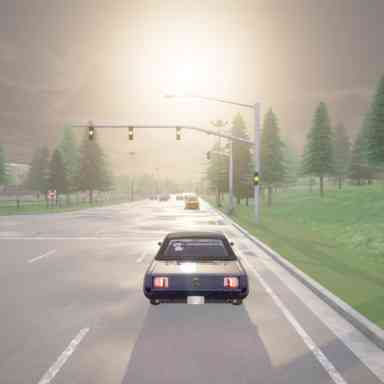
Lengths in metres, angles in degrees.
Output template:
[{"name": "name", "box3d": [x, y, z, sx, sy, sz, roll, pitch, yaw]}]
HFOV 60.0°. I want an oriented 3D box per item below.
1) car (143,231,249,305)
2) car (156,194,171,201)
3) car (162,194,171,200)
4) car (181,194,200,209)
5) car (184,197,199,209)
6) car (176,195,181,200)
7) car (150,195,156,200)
[{"name": "car", "box3d": [0.090, 1.601, 8.024, 1.895, 1.301, 4.718, 0, 0, 0]}, {"name": "car", "box3d": [-6.886, 1.531, 80.321, 2.033, 1.411, 5.357, 0, 0, 0]}, {"name": "car", "box3d": [-6.871, 1.372, 90.741, 2.033, 1.411, 5.357, 0, 0, 0]}, {"name": "car", "box3d": [-0.088, 1.098, 46.146, 1.882, 1.535, 5.008, -3, 16, -4]}, {"name": "car", "box3d": [-0.033, 1.577, 49.692, 2.033, 1.411, 5.357, 0, 1, 2]}, {"name": "car", "box3d": [-3.370, 1.553, 91.149, 1.994, 1.385, 4.181, 0, 0, 0]}, {"name": "car", "box3d": [-10.370, 1.540, 91.159, 2.033, 1.411, 5.357, 0, 0, 0]}]
